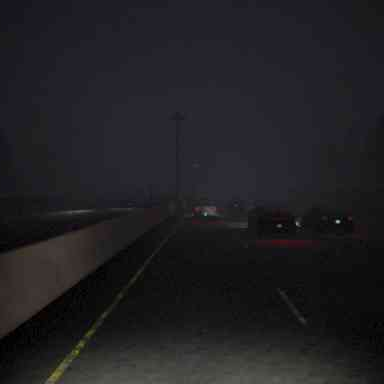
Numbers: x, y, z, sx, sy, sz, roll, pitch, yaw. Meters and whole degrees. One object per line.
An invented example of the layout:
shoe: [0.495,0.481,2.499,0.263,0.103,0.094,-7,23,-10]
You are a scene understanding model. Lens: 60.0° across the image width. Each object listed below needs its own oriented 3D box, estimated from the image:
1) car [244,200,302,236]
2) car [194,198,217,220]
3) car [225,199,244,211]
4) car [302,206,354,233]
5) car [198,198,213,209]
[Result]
car: [4.261,1.443,18.281,1.882,1.535,5.008,0,0,2]
car: [1.122,1.456,27.619,1.812,1.442,4.674,0,0,2]
car: [5.097,1.474,39.718,1.994,1.385,4.181,0,0,2]
car: [7.818,1.538,19.650,1.994,1.385,4.181,0,0,2]
car: [1.824,1.485,45.592,1.895,1.301,4.718,0,0,2]
